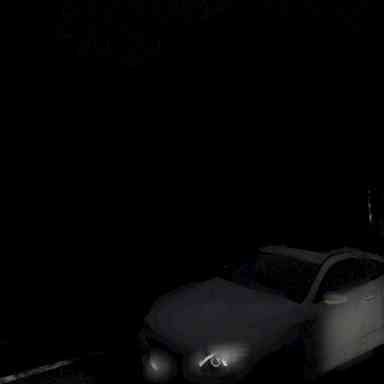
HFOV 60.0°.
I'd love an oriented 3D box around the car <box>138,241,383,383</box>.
[{"bbox_3d":[1.536,1.504,4.771,4.674,1.442,1.812,0,0,-35],"label":"car"}]
